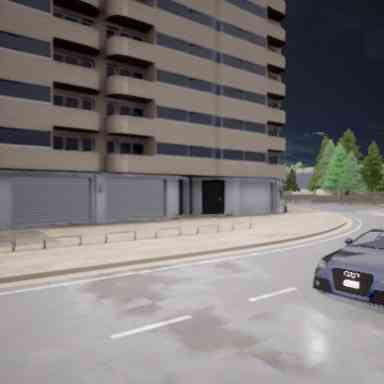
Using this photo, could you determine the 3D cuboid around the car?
[{"bbox_3d":[4.590,1.553,7.503,4.181,1.385,1.994,0,0,-38],"label":"car"}]
